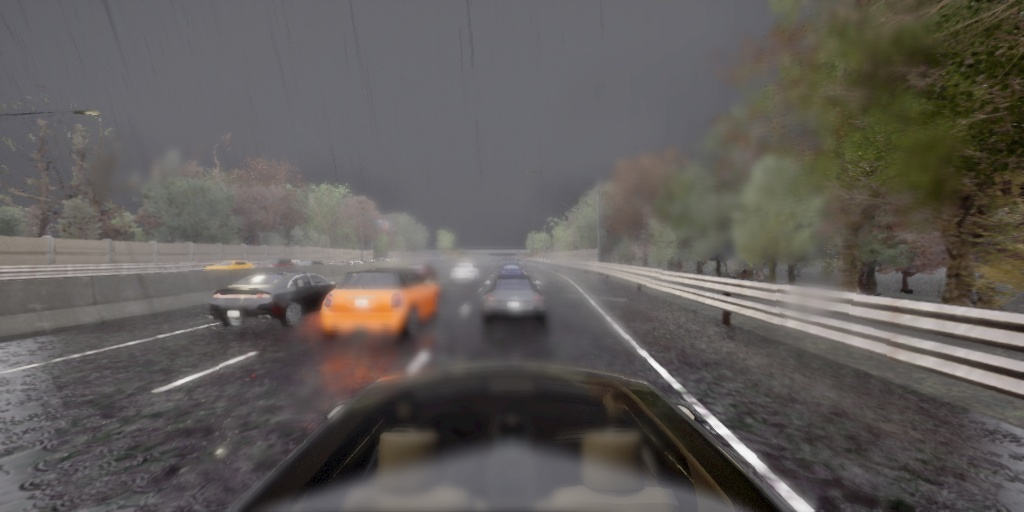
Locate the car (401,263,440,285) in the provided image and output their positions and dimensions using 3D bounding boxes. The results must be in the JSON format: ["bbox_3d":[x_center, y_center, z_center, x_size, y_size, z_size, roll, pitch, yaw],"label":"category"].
[{"bbox_3d":[-6.905,1.322,27.670,1.812,1.442,4.674,0,0,0],"label":"car"}]

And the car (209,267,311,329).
[{"bbox_3d":[-6.907,1.256,11.356,2.128,1.511,4.902,0,0,0],"label":"car"}]

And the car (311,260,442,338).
[{"bbox_3d":[-3.409,1.115,10.352,2.097,1.767,4.553,0,0,0],"label":"car"}]

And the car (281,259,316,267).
[{"bbox_3d":[-21.087,1.296,37.143,1.882,1.535,5.008,0,0,0],"label":"car"}]

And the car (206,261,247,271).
[{"bbox_3d":[-28.009,1.292,35.845,1.882,1.535,5.008,0,0,-1],"label":"car"}]

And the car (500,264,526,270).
[{"bbox_3d":[0.095,1.323,27.665,1.812,1.442,4.674,0,0,0],"label":"car"}]

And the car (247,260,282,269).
[{"bbox_3d":[-24.585,1.169,37.304,2.097,1.767,4.553,0,0,0],"label":"car"}]

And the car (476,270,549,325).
[{"bbox_3d":[0.094,1.330,11.883,1.994,1.385,4.181,0,0,0],"label":"car"}]

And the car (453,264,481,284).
[{"bbox_3d":[-3.415,1.323,27.695,1.812,1.442,4.674,0,0,0],"label":"car"}]
